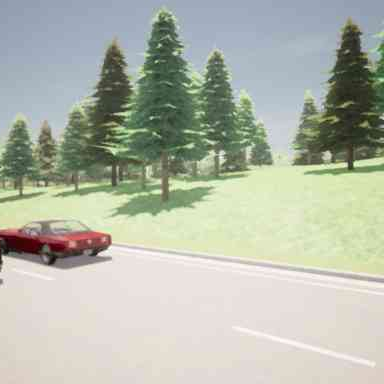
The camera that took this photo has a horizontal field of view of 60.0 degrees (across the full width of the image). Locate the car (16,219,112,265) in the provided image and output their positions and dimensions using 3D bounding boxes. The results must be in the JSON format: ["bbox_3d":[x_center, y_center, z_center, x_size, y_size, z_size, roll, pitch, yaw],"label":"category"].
[{"bbox_3d":[-5.085,1.621,11.812,4.718,1.301,1.895,0,0,36],"label":"car"}]

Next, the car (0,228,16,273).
[{"bbox_3d":[-6.969,1.497,8.855,5.008,1.535,1.882,0,0,36],"label":"car"}]
